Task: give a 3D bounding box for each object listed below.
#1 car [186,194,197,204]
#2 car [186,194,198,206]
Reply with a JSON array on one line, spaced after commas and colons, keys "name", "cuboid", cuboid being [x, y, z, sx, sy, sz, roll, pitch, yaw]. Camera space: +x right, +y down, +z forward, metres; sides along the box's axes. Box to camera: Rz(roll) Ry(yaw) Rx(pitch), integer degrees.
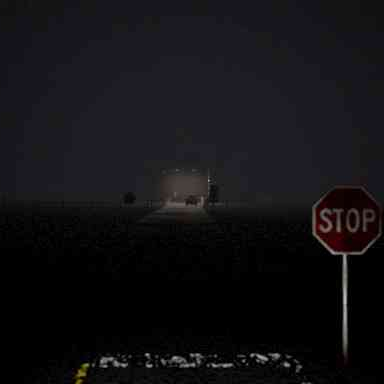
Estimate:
[{"name": "car", "cuboid": [-0.102, 1.466, 70.408, 2.150, 2.045, 5.566, 0, 0, 0]}, {"name": "car", "cuboid": [-0.087, 1.659, 60.341, 2.097, 1.767, 4.553, 0, 0, 0]}]
